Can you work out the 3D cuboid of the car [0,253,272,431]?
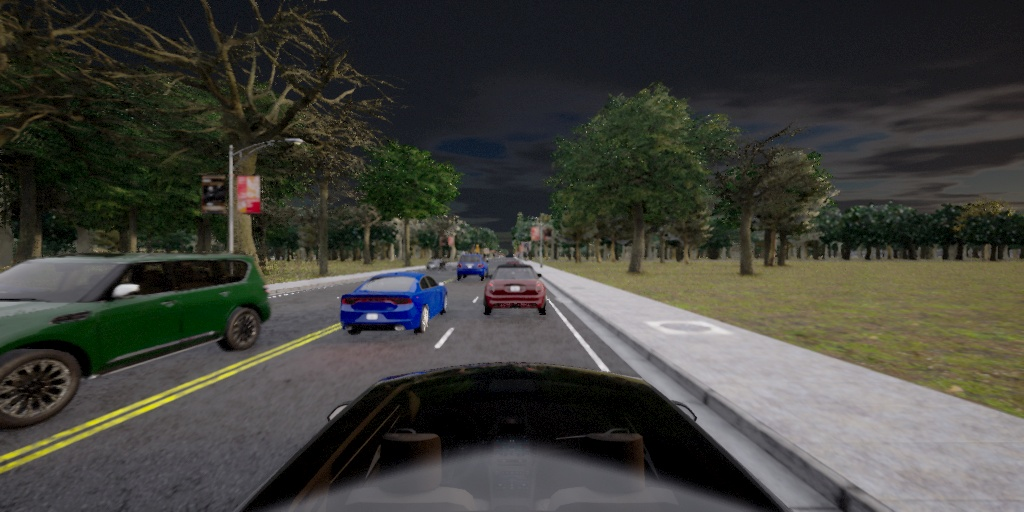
[{"bbox_3d":[-6.600,0.959,5.933,2.150,2.045,5.566,0,0,0],"label":"car"}]

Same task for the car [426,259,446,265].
[{"bbox_3d":[-9.825,1.113,46.646,2.128,1.511,4.902,0,0,0],"label":"car"}]

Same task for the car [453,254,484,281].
[{"bbox_3d":[-3.143,0.891,29.375,2.150,2.045,5.566,0,0,0],"label":"car"}]

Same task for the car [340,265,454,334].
[{"bbox_3d":[-3.148,1.202,10.548,1.882,1.535,5.008,0,0,0],"label":"car"}]

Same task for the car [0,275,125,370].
[{"bbox_3d":[-9.850,1.215,5.744,1.882,1.535,5.008,0,0,0],"label":"car"}]

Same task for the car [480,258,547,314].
[{"bbox_3d":[0.102,1.067,13.665,2.097,1.767,4.553,0,0,0],"label":"car"}]
